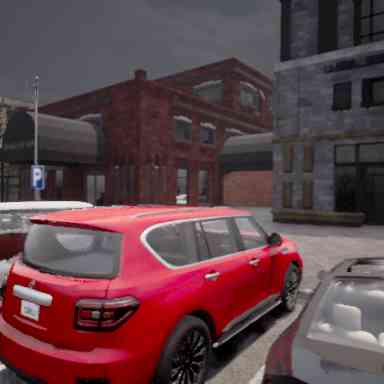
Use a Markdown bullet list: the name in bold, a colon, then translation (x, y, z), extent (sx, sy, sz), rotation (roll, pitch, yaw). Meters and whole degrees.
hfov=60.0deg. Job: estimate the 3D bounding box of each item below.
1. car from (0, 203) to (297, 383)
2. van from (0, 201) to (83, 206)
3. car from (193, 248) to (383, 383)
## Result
- **car**: translation (-0.002, 1.228, 5.376), extent (2.435, 2.045, 5.566), rotation (0, 0, 35)
- **van**: translation (-4.626, 1.246, 8.466), extent (1.878, 1.987, 4.442), rotation (0, 0, 35)
- **car**: translation (2.347, 1.482, 3.675), extent (2.231, 1.521, 4.892), rotation (0, 0, 35)
